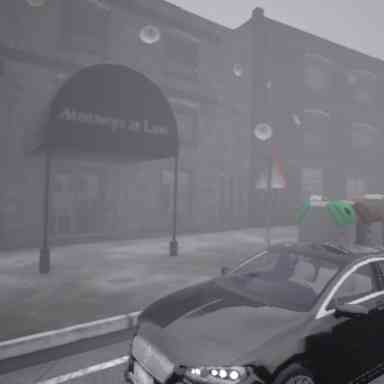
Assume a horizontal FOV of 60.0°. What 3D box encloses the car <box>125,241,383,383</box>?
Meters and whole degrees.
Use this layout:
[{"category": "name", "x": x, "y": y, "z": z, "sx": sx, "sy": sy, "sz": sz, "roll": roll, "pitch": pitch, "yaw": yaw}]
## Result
[{"category": "car", "x": 1.601, "y": 1.470, "z": 4.363, "sx": 4.902, "sy": 1.511, "sz": 2.128, "roll": 1, "pitch": 0, "yaw": -34}]
